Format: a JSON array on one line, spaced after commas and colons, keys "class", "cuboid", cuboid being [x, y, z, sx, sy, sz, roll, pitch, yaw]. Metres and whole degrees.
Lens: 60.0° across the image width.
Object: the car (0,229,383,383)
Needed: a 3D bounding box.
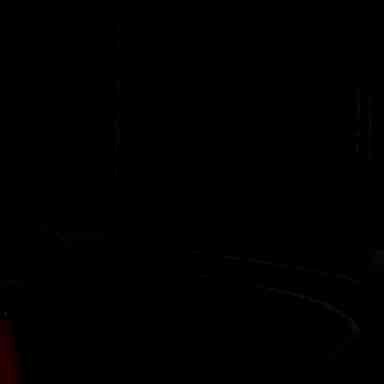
[{"class": "car", "cuboid": [-0.270, 1.305, 3.151, 5.009, 1.841, 2.192, 0, 0, 35]}]
